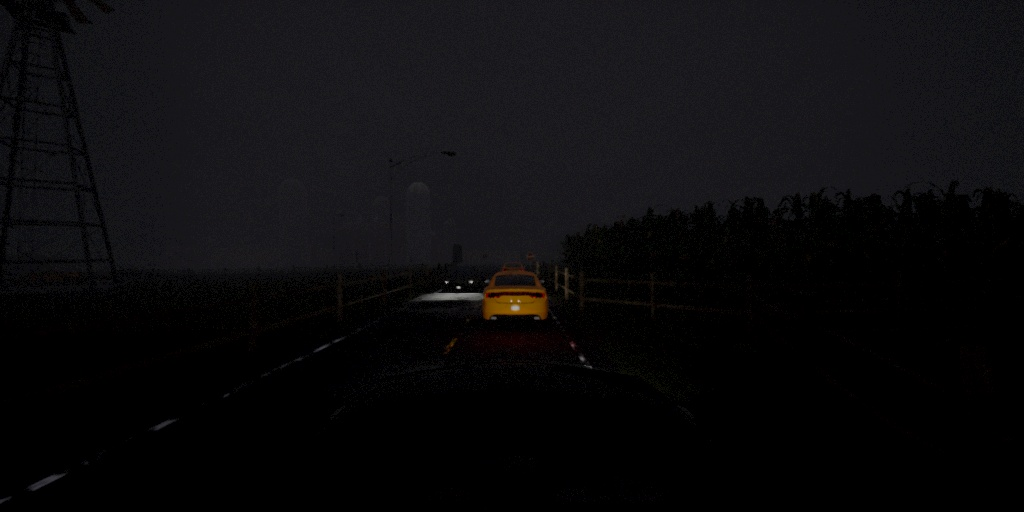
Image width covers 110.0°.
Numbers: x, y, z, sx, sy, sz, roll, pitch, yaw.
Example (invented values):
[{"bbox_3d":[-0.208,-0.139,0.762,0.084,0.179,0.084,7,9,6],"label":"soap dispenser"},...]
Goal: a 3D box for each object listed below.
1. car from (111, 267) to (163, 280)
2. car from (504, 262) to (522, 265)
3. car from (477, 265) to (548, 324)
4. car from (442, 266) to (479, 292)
[{"bbox_3d":[-44.898,2.019,43.018,4.902,1.511,2.128,-1,1,-6],"label":"car"},{"bbox_3d":[0.100,1.221,28.744,1.882,1.535,5.008,0,0,0],"label":"car"},{"bbox_3d":[0.096,1.224,11.999,1.882,1.535,5.008,0,0,0],"label":"car"},{"bbox_3d":[-2.840,1.292,21.741,2.033,1.411,5.357,0,0,0],"label":"car"}]
